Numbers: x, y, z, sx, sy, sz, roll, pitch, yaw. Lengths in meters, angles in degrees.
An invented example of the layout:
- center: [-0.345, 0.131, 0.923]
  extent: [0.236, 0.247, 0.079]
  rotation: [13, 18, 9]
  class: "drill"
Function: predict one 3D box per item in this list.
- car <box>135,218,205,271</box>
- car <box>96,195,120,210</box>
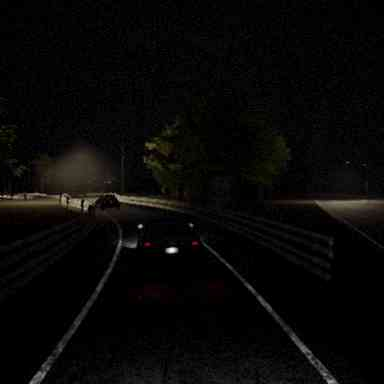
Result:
- center: [-0.839, 1.547, 11.009]
  extent: [1.994, 1.385, 4.181]
  rotation: [0, 0, -8]
  class: "car"
- center: [-10.177, 1.167, 40.019]
  extent: [2.097, 1.767, 4.553]
  rotation: [0, 1, -28]
  class: "car"
